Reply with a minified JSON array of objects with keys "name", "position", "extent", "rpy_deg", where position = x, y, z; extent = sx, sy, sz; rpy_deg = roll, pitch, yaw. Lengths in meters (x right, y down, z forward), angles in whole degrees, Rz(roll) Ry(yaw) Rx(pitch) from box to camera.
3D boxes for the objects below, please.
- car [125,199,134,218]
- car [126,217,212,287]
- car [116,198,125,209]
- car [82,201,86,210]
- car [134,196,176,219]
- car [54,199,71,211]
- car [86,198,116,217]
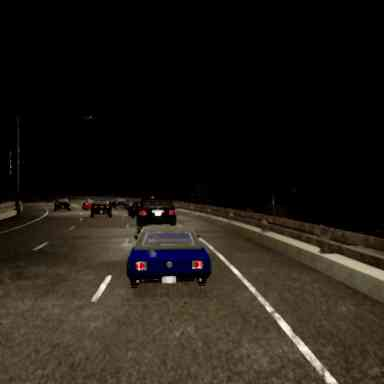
[{"name":"car","position":[-4.856,1.622,31.057],"extent":[1.994,1.385,4.181],"rpy_deg":[0,0,-16]},{"name":"car","position":[-0.698,1.618,9.409],"extent":[1.895,1.301,4.718],"rpy_deg":[0,0,-5]},{"name":"car","position":[-9.750,1.579,44.362],"extent":[2.128,1.511,4.902],"rpy_deg":[0,0,-23]},{"name":"car","position":[-13.204,1.653,43.493],"extent":[1.994,1.385,4.181],"rpy_deg":[0,0,-24]},{"name":"car","position":[-2.243,1.259,20.127],"extent":[2.150,2.045,5.566],"rpy_deg":[0,0,-10]},{"name":"car","position":[-16.809,1.584,42.969],"extent":[2.128,1.511,4.902],"rpy_deg":[0,0,-24]},{"name":"car","position":[-8.741,1.552,31.845],"extent":[2.128,1.511,4.902],"rpy_deg":[0,-1,-17]}]
